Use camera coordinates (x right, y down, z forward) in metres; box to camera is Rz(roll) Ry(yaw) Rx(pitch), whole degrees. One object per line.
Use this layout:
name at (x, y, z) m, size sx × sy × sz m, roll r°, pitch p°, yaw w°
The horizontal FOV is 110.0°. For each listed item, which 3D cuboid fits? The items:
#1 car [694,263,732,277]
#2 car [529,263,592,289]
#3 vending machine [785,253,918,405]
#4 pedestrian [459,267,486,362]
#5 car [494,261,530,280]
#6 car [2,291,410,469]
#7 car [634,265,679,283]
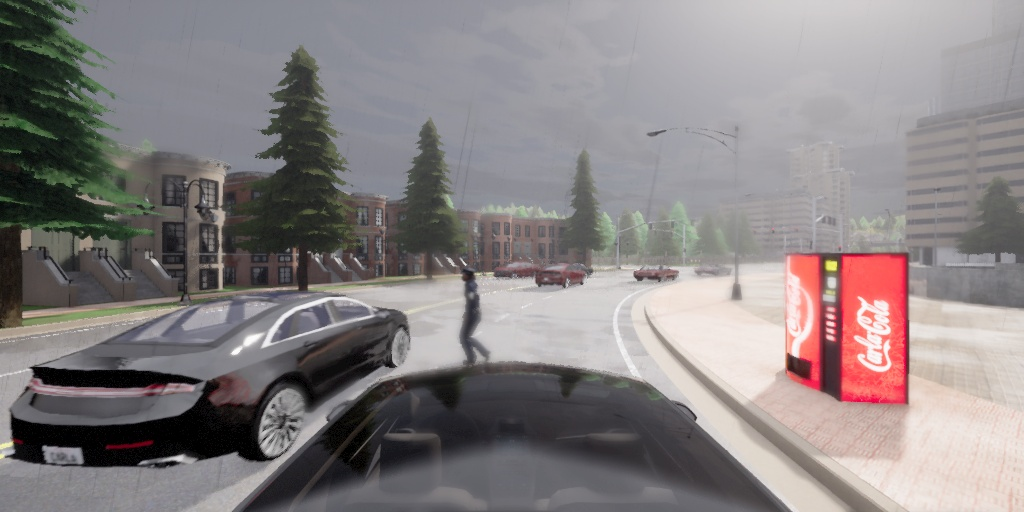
car at (20.414, 1.350, 36.235) m, size 4.718 × 1.301 × 1.895 m, roll 0°, pitch 0°, yaw -38°
car at (3.285, 1.227, 23.336) m, size 1.882 × 1.535 × 5.008 m, roll 0°, pitch 0°, yaw 31°
vending machine at (4.607, 0.945, 5.034) m, size 1.100 × 2.100 × 0.880 m, roll 0°, pitch 0°, yaw 8°
pedestrian at (-0.749, 1.044, 6.559) m, size 0.375 × 1.860 × 0.375 m, roll 0°, pitch 0°, yaw 8°
car at (0.467, 1.226, 31.717) m, size 1.882 × 1.535 × 5.008 m, roll 0°, pitch 0°, yaw 39°
car at (-3.030, 1.240, 5.022) m, size 2.128 × 1.511 × 4.902 m, roll 0°, pitch 0°, yaw 5°
car at (11.410, 1.350, 28.156) m, size 1.895 × 1.301 × 4.718 m, roll 0°, pitch 0°, yaw 43°
